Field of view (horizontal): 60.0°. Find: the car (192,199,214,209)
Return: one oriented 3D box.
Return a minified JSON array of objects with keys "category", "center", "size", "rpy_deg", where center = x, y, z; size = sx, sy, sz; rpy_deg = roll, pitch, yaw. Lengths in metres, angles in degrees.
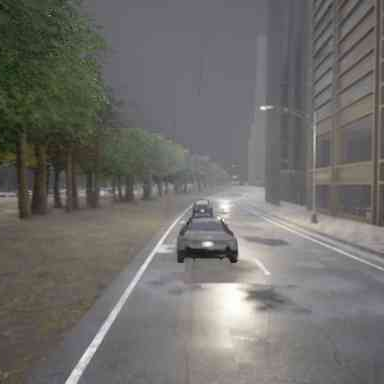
[{"category":"car","center":[0.980,1.376,30.240],"size":[1.812,1.442,4.674],"rpy_deg":[0,1,2]}]

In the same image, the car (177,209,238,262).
[{"category":"car","center":[0.489,1.531,12.014],"size":[1.994,1.385,4.181],"rpy_deg":[0,0,0]}]
